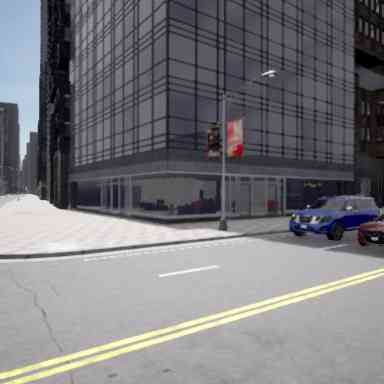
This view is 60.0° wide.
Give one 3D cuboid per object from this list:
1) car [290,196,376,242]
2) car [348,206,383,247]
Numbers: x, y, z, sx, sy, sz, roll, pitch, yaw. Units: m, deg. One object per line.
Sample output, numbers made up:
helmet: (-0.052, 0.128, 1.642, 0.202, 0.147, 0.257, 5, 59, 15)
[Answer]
car: (7.405, 1.242, 16.953, 5.566, 2.045, 2.150, 0, 0, -35)
car: (8.973, 1.498, 14.078, 5.008, 1.535, 1.882, 0, 0, -35)
